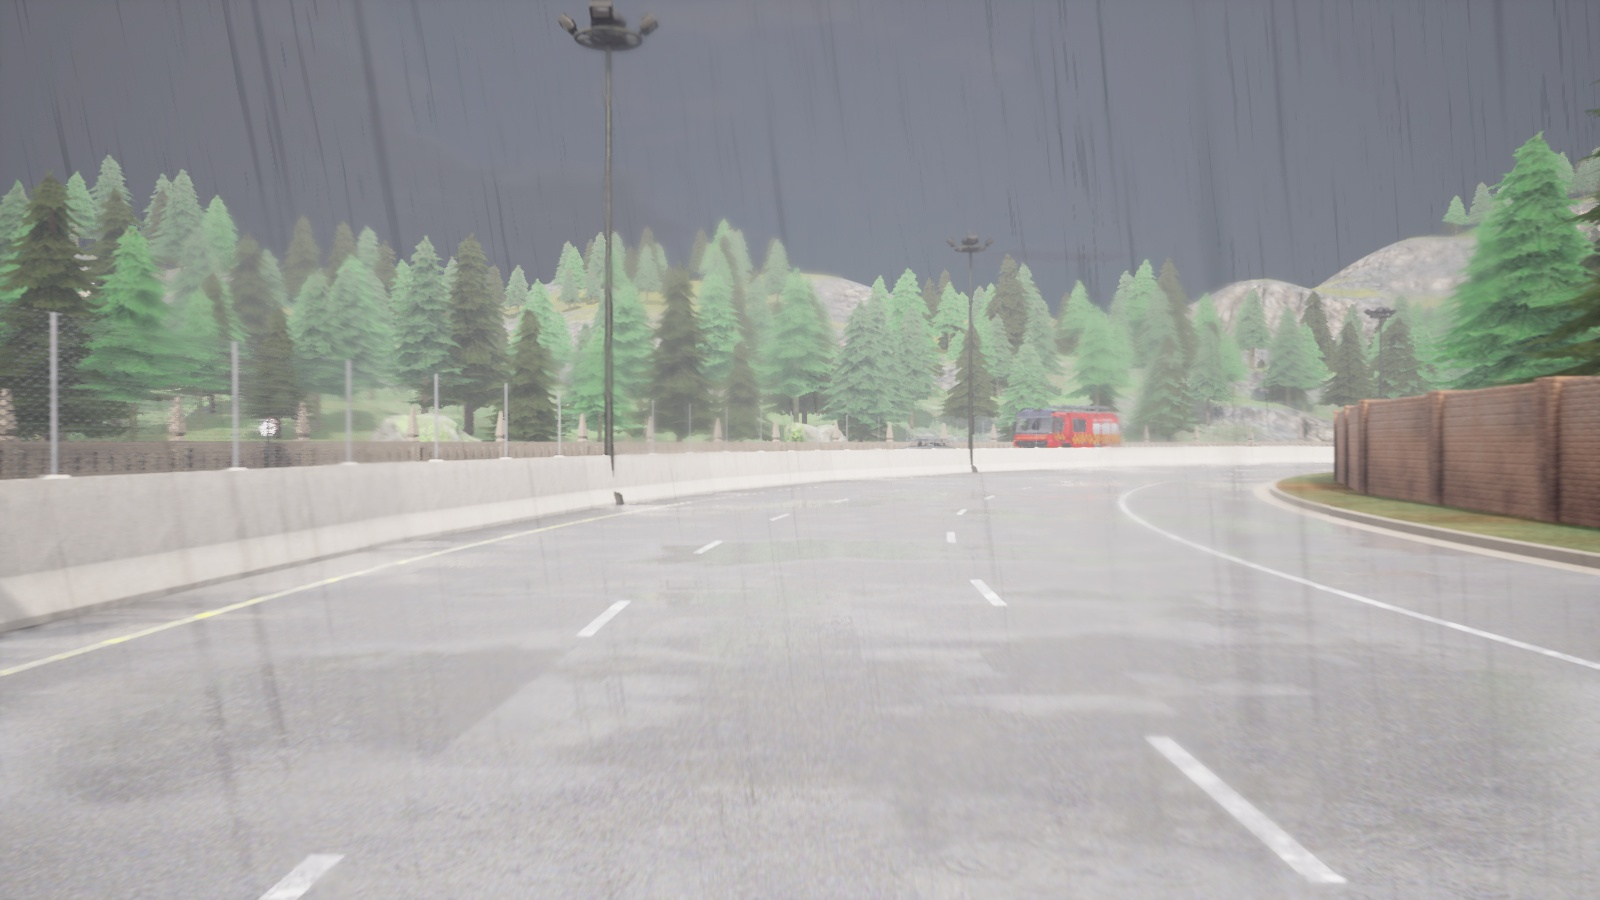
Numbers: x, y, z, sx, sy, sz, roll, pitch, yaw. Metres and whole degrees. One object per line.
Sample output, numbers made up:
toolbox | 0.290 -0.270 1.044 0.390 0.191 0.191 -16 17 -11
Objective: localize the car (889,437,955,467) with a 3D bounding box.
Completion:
car | 7.756 0.120 79.546 1.932 1.855 4.605 0 0 39

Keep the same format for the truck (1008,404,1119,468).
truck | 16.676 -0.852 79.148 2.891 3.827 8.468 0 0 43
